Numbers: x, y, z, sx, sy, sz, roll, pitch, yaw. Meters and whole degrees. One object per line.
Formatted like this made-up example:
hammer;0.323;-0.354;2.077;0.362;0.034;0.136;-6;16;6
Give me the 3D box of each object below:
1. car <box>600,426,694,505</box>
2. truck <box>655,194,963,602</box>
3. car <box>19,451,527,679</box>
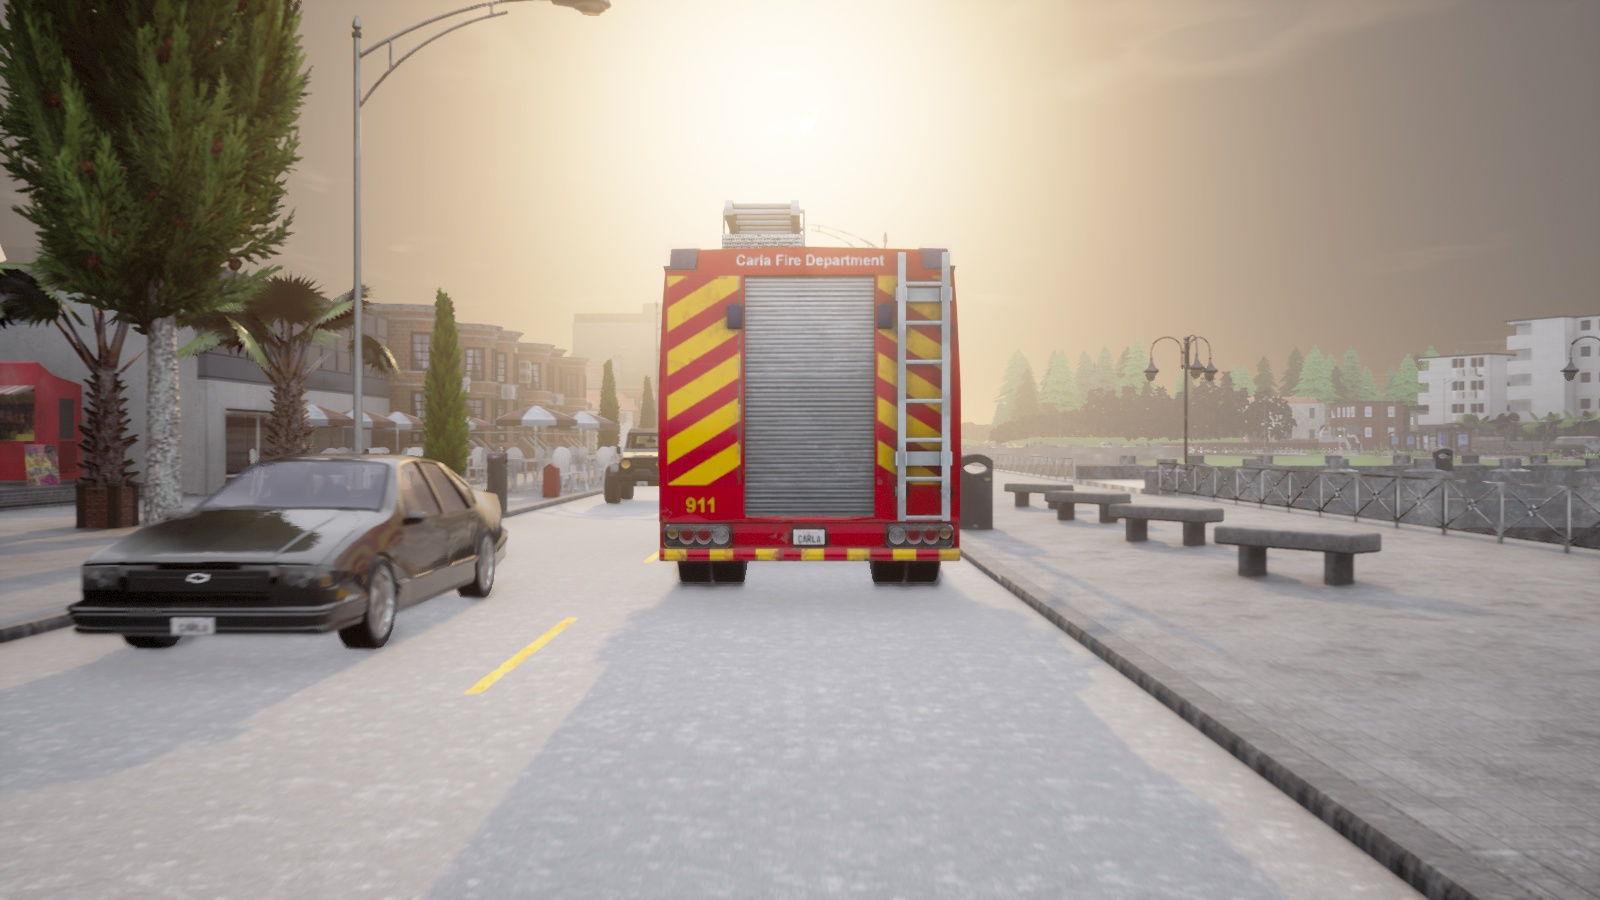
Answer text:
car;-3.807;0.359;31.911;1.905;1.878;3.866;0;0;0
truck;0.105;-0.508;16.027;2.891;3.827;8.468;0;0;0
car;-3.925;0.731;10.644;2.033;1.411;5.357;0;0;0
